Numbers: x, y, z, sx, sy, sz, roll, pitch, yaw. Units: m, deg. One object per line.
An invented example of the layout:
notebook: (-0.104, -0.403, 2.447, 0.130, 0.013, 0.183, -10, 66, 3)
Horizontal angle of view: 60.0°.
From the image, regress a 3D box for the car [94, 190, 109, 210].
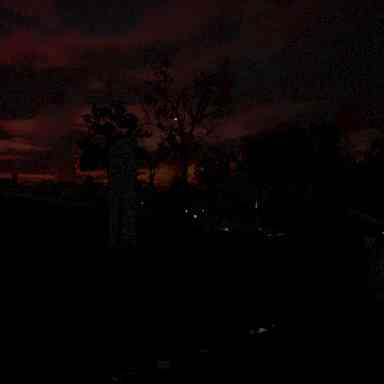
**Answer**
car: (-9.069, 0.843, 36.977, 2.150, 2.045, 5.566, 0, 1, -35)

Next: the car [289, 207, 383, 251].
car: (6.597, 1.440, 14.437, 1.882, 1.535, 5.008, 0, 1, -35)

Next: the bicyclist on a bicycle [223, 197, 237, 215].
bicyclist on a bicycle: (3.375, 1.239, 29.542, 1.656, 1.620, 0.582, 0, 1, -35)

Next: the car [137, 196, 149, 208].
car: (-6.684, 1.180, 38.695, 1.994, 1.385, 4.181, 0, 1, -35)

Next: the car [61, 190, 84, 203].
car: (-18.108, 0.699, 50.128, 2.150, 2.045, 5.566, 0, 1, -35)

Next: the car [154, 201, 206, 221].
car: (-1.012, 1.399, 25.376, 1.895, 1.301, 4.718, 0, 1, -35)

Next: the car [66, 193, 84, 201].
car: (-20.911, 0.825, 59.142, 1.812, 1.442, 4.674, 0, 0, -35)
